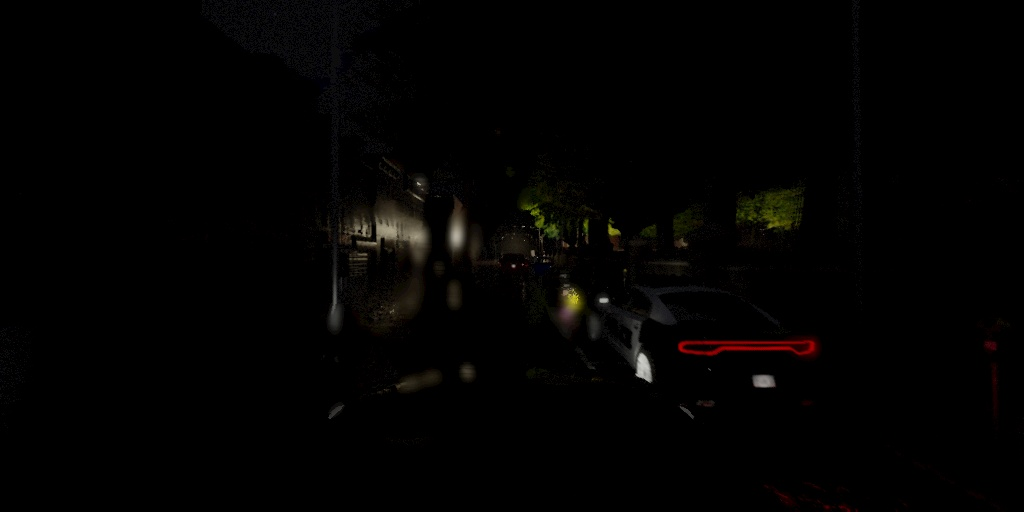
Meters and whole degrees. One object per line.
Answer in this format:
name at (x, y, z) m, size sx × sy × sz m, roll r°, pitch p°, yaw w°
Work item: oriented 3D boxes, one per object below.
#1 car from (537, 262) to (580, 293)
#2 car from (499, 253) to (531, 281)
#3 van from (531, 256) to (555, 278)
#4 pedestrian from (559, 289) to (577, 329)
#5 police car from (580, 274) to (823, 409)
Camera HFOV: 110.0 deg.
car at (2.675, 1.197, 19.624) m, size 2.007 × 1.370 × 4.403 m, roll 0°, pitch 0°, yaw 0°
car at (0.127, 0.819, 28.574) m, size 2.150 × 2.045 × 5.566 m, roll 0°, pitch 0°, yaw 0°
van at (2.699, 0.932, 30.523) m, size 1.690 × 1.789 × 3.998 m, roll 0°, pitch 0°, yaw 0°
pedestrian at (1.521, 1.377, 9.523) m, size 0.500 × 1.100 × 0.500 m, roll 1°, pitch 0°, yaw 0°
police car at (2.758, 1.146, 6.503) m, size 1.930 × 1.638 × 5.238 m, roll 0°, pitch 0°, yaw 0°
